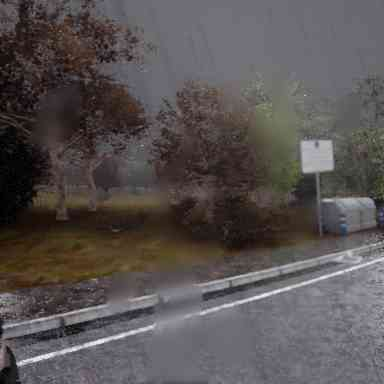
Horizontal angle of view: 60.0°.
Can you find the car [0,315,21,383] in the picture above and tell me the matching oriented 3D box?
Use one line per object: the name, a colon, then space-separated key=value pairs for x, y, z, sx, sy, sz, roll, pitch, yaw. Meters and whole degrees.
car: x=-3.564 y=1.500 z=1.566 sx=4.902 sy=1.511 sz=2.128 roll=0 pitch=0 yaw=-36
